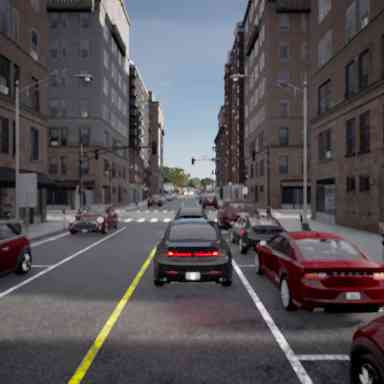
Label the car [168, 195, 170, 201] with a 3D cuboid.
[{"bbox_3d":[-5.747,1.586,62.506,2.008,1.369,4.403,0,0,0],"label":"car"}]

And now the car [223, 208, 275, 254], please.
[{"bbox_3d":[2.571,1.559,13.302,2.008,1.369,4.403,0,0,0],"label":"car"}]

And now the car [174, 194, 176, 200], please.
[{"bbox_3d":[-5.857,1.591,84.520,1.887,1.381,4.507,0,0,0],"label":"car"}]

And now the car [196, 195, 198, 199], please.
[{"bbox_3d":[2.354,1.350,62.551,2.192,1.841,5.009,0,0,0],"label":"car"}]

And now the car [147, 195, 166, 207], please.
[{"bbox_3d":[-5.692,1.345,51.499,2.192,1.841,5.009,0,0,0],"label":"car"}]

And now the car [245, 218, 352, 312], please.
[{"bbox_3d":[2.602,1.549,7.619,1.887,1.381,4.507,0,0,0],"label":"car"}]

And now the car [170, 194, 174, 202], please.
[{"bbox_3d":[-5.829,1.588,79.017,1.887,1.381,4.507,0,0,0],"label":"car"}]

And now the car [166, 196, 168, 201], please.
[{"bbox_3d":[-5.719,1.598,57.002,1.947,1.339,4.313,0,0,0],"label":"car"}]

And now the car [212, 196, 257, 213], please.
[{"bbox_3d":[2.540,1.326,18.984,2.192,1.841,5.009,0,0,0],"label":"car"}]

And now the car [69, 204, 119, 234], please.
[{"bbox_3d":[-5.485,1.452,18.940,1.967,1.590,4.097,0,0,0],"label":"car"}]

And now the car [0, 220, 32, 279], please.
[{"bbox_3d":[-5.423,1.445,7.575,1.967,1.590,4.097,0,0,0],"label":"car"}]

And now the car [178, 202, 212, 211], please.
[{"bbox_3d":[-0.036,1.516,18.860,1.837,1.490,4.892,0,0,0],"label":"car"}]

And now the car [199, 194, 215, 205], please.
[{"bbox_3d":[2.457,1.341,46.040,2.192,1.841,5.009,0,0,0],"label":"car"}]

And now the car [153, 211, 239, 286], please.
[{"bbox_3d":[0.023,1.511,9.388,1.837,1.490,4.892,0,0,0],"label":"car"}]

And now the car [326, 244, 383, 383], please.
[{"bbox_3d":[2.632,1.441,1.937,1.967,1.590,4.097,0,0,0],"label":"car"}]
